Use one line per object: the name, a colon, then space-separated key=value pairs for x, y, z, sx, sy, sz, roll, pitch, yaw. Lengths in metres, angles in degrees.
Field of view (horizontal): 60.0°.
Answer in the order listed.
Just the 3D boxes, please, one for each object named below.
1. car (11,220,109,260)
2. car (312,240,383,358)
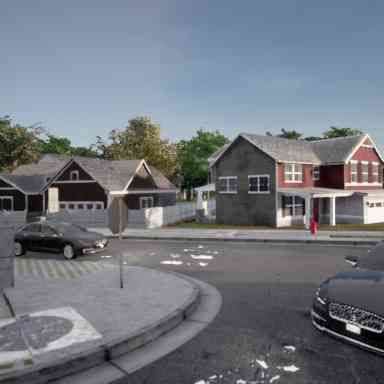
car: x=-6.030 y=2.044 z=14.865 sx=4.892 sy=1.490 sz=1.837 roll=-1 pitch=0 yaw=22
car: x=4.089 y=1.534 z=5.750 sx=4.892 sy=1.490 sz=1.837 roll=0 pitch=0 yaw=-35
